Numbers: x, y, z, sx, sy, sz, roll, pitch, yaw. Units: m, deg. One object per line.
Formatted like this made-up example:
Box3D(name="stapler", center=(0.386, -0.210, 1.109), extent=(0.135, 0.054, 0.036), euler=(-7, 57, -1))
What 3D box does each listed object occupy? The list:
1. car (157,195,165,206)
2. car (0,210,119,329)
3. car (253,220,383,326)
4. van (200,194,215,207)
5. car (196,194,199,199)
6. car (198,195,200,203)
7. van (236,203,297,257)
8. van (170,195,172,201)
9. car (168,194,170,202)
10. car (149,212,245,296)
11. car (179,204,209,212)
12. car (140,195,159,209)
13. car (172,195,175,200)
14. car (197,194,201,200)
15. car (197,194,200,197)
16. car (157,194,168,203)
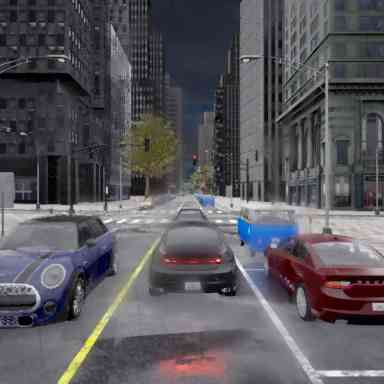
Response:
Box3D(name="car", center=(-6.034, 1.575, 55.749), extent=(1.887, 1.381, 4.507), euler=(0, 0, 0))
Box3D(name="car", center=(-3.034, 1.352, 7.239), extent=(2.097, 1.767, 4.553), euler=(0, 0, 0))
Box3D(name="car", center=(2.745, 1.545, 7.100), extent=(1.887, 1.381, 4.507), euler=(0, 0, 0))
Box3D(name="van", center=(2.517, 1.366, 50.610), extent=(1.690, 1.788, 3.998), euler=(0, 0, 0))
Box3D(name="car", center=(2.410, 1.600, 72.262), extent=(2.008, 1.369, 4.403), euler=(0, 0, 0))
Box3D(name="car", center=(2.490, 1.596, 56.022), extent=(1.947, 1.339, 4.313), euler=(0, 0, 0))
Box3D(name="van", center=(2.719, 1.343, 12.625), extent=(1.690, 1.788, 3.998), euler=(0, 0, 0))
Box3D(name="van", center=(-6.138, 1.397, 76.905), extent=(1.690, 1.788, 3.998), euler=(0, 0, 0))
Box3D(name="car", center=(-6.086, 1.593, 66.327), extent=(2.008, 1.369, 4.403), euler=(0, 0, 0))
Box3D(name="car", center=(0.021, 1.506, 8.606), extent=(1.837, 1.490, 4.892), euler=(0, 0, 0))
Box3D(name="car", center=(-0.076, 1.568, 17.553), extent=(1.994, 1.385, 4.181), euler=(0, 0, 0))
Box3D(name="car", center=(-5.987, 1.546, 44.999), extent=(1.752, 1.417, 4.829), euler=(0, 0, 0))
Box3D(name="car", center=(-6.191, 1.638, 87.482), extent=(1.947, 1.339, 4.313), euler=(0, 0, 0))
Box3D(name="car", center=(2.463, 1.581, 61.435), extent=(1.887, 1.381, 4.507), euler=(0, 0, 0))
Box3D(name="car", center=(2.436, 1.625, 66.849), extent=(1.802, 1.307, 4.206), euler=(0, 0, 0))
Box3D(name="car", center=(-6.059, 1.351, 61.039), extent=(2.192, 1.841, 5.009), euler=(0, 0, 0))
